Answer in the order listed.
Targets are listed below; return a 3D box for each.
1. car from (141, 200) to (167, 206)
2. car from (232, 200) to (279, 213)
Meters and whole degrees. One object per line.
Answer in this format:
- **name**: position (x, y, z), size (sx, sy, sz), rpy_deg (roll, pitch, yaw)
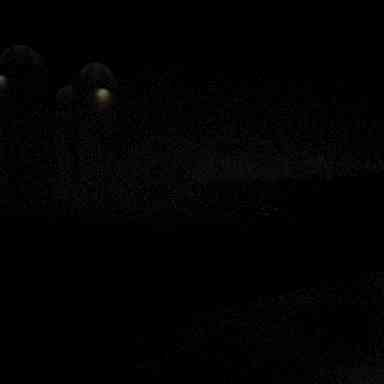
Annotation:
- **car**: position (-5.336, 1.774, 45.586), size (1.895, 1.301, 4.718), rpy_deg (0, 0, -36)
- **car**: position (5.697, 1.489, 30.093), size (2.097, 1.767, 4.553), rpy_deg (0, 0, -36)
